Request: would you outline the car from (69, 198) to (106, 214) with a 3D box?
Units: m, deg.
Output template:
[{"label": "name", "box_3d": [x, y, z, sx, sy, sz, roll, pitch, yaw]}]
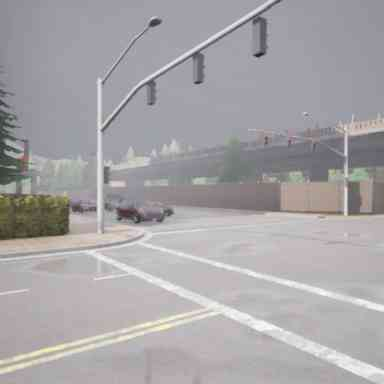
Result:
[{"label": "car", "box_3d": [-10.934, 1.504, 34.452, 1.994, 1.385, 4.181, 0, 0, -35]}]

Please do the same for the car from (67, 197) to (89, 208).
[{"label": "car", "box_3d": [-16.885, 1.504, 48.958, 1.994, 1.385, 4.181, 0, 0, -35]}]

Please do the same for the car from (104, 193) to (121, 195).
[{"label": "car", "box_3d": [-11.895, 1.161, 48.266, 2.150, 2.045, 5.566, 0, 0, -35]}]

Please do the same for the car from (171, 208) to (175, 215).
[{"label": "car", "box_3d": [-3.699, 1.488, 30.289, 2.033, 1.411, 5.357, 0, 0, -35]}]

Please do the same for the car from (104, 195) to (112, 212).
[{"label": "car", "box_3d": [-9.317, 1.431, 38.227, 2.128, 1.511, 4.902, 0, 0, -35]}]

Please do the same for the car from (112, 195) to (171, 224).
[{"label": "car", "box_3d": [-3.847, 1.294, 24.441, 2.097, 1.767, 4.553, 0, 0, -35]}]
